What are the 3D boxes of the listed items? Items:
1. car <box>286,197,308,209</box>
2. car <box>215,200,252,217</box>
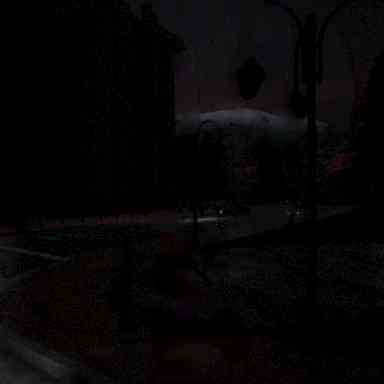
[{"bbox_3d":[15.063,1.491,47.283,2.097,1.767,4.553,0,0,36],"label":"car"},{"bbox_3d":[4.096,1.578,32.393,2.128,1.511,4.902,0,0,36],"label":"car"}]
